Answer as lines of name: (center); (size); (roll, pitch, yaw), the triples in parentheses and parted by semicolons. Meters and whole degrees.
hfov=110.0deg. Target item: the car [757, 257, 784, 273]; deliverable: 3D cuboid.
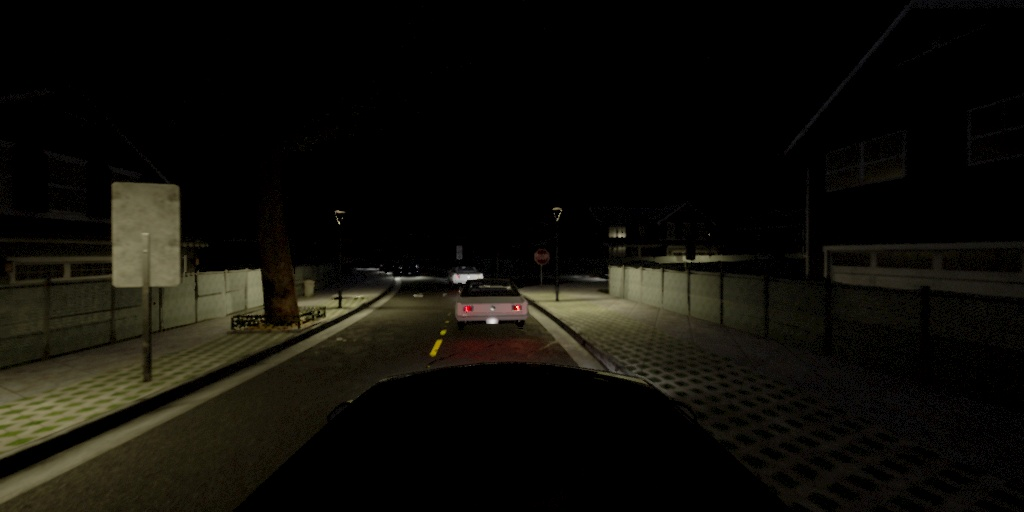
car: (21.692, 0.822, 30.771); (4.902, 1.511, 2.128); (-1, 1, -11)

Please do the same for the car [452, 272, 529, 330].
car: (-0.727, 1.342, 11.204); (1.895, 1.301, 4.718); (0, 0, -6)

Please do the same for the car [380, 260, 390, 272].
car: (-15.488, 1.216, 45.481); (1.837, 1.490, 4.892); (0, 0, -30)

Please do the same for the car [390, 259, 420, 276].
car: (-10.721, 1.067, 36.263); (2.097, 1.767, 4.553); (0, 0, -25)

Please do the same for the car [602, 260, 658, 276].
car: (10.012, 1.045, 28.686); (5.357, 1.411, 2.033); (-1, 1, -10)

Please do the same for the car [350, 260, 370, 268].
car: (-24.839, 1.330, 58.545); (1.895, 1.301, 4.718); (0, 0, -39)

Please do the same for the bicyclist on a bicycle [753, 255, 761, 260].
bicyclist on a bicycle: (16.235, 0.765, 23.770); (0.582, 1.620, 1.656); (-1, 0, -9)

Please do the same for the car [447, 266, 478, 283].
car: (-3.285, 1.323, 24.290); (1.895, 1.301, 4.718); (0, 0, -15)
